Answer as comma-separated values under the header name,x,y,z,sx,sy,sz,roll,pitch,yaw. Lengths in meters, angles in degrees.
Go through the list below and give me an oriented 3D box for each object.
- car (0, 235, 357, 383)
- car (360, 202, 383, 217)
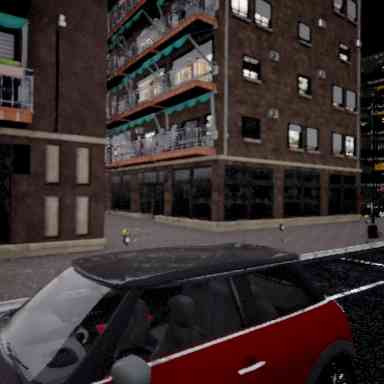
name,x,y,z,sx,sy,sz,roll,pitch,yaw
car,-0.567,1.364,2.973,4.553,1.767,2.097,1,0,-35
car,17.389,1.692,32.151,2.008,1.369,4.403,2,0,-36
